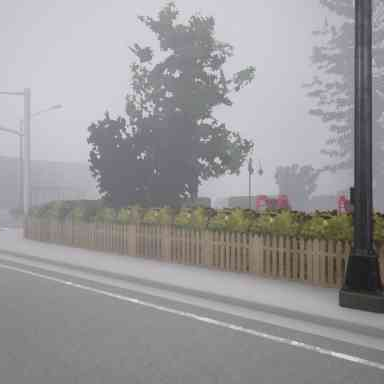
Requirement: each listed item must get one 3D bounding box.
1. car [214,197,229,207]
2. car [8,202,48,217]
[{"bbox_3d":[5.302,1.491,51.160,2.128,1.511,4.902,0,0,36],"label":"car"},{"bbox_3d":[-13.989,1.601,30.301,1.895,1.301,4.718,0,0,35],"label":"car"}]
